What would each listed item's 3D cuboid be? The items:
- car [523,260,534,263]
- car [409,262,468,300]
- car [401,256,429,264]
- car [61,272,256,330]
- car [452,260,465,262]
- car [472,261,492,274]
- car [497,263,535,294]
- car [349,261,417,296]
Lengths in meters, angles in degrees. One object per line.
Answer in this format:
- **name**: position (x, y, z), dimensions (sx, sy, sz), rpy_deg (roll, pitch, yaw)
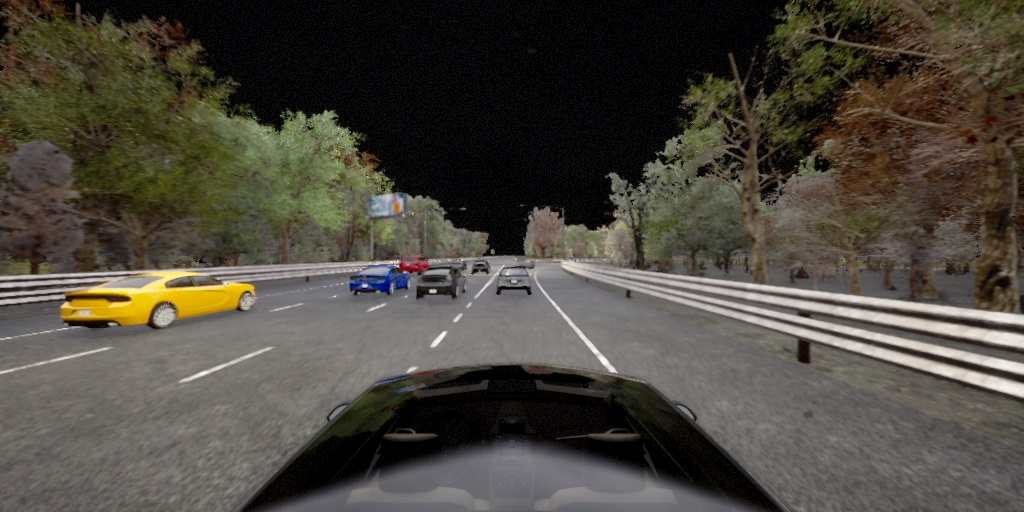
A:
- **car**: position (2.505, 1.326, 55.877), dimensions (1.994, 1.385, 4.181), rpy_deg (0, 0, 7)
- **car**: position (-3.396, 1.259, 17.839), dimensions (1.837, 1.490, 4.892), rpy_deg (0, 0, 0)
- **car**: position (-10.394, 0.979, 38.494), dimensions (2.150, 2.045, 5.566), rpy_deg (0, 0, 0)
- **car**: position (-10.396, 1.229, 11.187), dimensions (1.882, 1.535, 5.008), rpy_deg (0, 0, 0)
- **car**: position (-6.891, 1.249, 46.385), dimensions (2.128, 1.511, 4.902), rpy_deg (0, 0, 0)
- **car**: position (-3.392, 1.262, 40.307), dimensions (1.837, 1.490, 4.892), rpy_deg (0, 0, 0)
- **car**: position (0.123, 1.300, 20.176), dimensions (2.033, 1.411, 5.357), rpy_deg (0, 0, 1)
- **car**: position (-6.896, 1.230, 19.282), dimensions (1.882, 1.535, 5.008), rpy_deg (0, 0, 0)
